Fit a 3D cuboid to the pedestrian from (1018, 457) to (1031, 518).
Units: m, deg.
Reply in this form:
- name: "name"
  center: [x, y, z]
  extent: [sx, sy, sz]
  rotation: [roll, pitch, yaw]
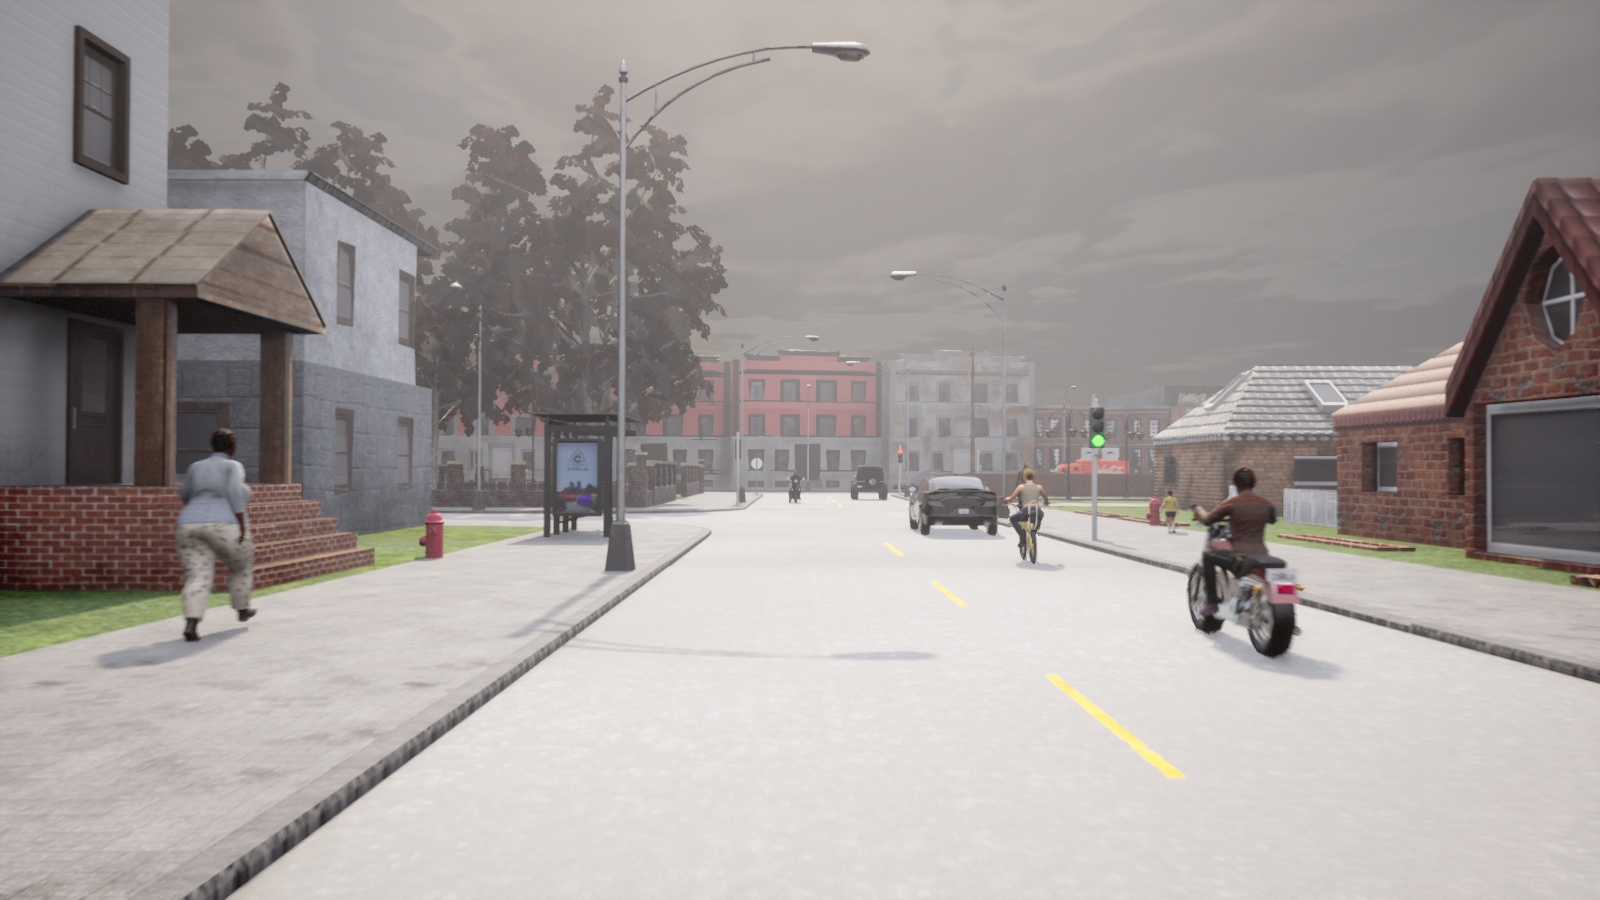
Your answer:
- name: "pedestrian"
  center: [6.917, 1.144, 38.698]
  extent: [0.331, 1.846, 0.634]
  rotation: [0, -1, 15]

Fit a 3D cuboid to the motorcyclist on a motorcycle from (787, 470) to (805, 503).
- name: "motorcyclist on a motorcycle"
  center: [-0.191, 1.807, 61.995]
  extent: [0.866, 1.590, 1.817]
  rotation: [0, -1, -1]

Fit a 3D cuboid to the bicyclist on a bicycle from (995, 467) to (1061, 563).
- name: "bicyclist on a bicycle"
  center: [3.944, 1.101, 21.835]
  extent: [0.866, 1.612, 1.509]
  rotation: [0, -1, 0]

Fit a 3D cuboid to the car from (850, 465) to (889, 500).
- name: "car"
  center: [3.834, 1.763, 69.748]
  extent: [1.905, 1.878, 3.866]
  rotation: [0, -1, 0]

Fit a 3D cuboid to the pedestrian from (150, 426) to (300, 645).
- name: "pedestrian"
  center: [-5.055, 0.730, 11.098]
  extent: [0.874, 1.855, 0.900]
  rotation: [0, -1, 5]

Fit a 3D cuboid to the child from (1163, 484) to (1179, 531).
- name: "child"
  center: [8.920, 1.374, 30.195]
  extent: [0.255, 1.110, 0.394]
  rotation: [0, -1, -2]

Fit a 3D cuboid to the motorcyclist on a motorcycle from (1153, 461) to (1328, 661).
- name: "motorcyclist on a motorcycle"
  center: [3.973, 0.943, 11.562]
  extent: [0.766, 1.649, 2.350]
  rotation: [0, -1, 0]

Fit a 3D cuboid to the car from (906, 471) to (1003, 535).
- name: "car"
  center: [3.924, 1.324, 32.698]
  extent: [1.882, 1.535, 5.008]
  rotation: [0, -1, 0]

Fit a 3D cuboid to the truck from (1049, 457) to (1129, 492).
- name: "truck"
  center: [21.218, 1.790, 92.396]
  extent: [5.204, 2.467, 2.627]
  rotation: [0, -1, 0]

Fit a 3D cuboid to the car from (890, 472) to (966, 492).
- name: "car"
  center: [9.379, 2.369, 92.266]
  extent: [5.357, 1.411, 2.033]
  rotation: [0, -1, -2]
